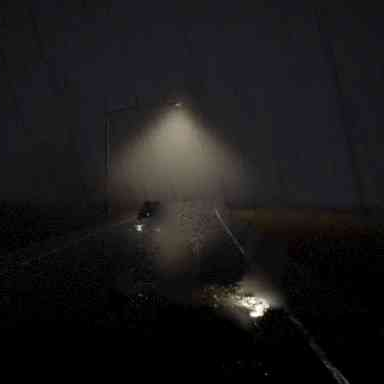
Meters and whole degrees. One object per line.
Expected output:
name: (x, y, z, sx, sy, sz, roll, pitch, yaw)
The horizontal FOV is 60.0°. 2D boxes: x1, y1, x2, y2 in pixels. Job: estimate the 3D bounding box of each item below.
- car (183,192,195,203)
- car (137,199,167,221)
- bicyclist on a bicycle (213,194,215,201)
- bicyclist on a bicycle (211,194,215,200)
car: (-0.559, 1.055, 66.759, 2.150, 2.045, 5.566, 0, 0, 5)
car: (-3.085, 1.379, 26.337, 1.837, 1.490, 4.892, 0, 0, 2)
bicyclist on a bicycle: (5.576, 1.324, 83.710, 0.582, 1.620, 1.656, 0, 0, 6)
bicyclist on a bicycle: (4.661, 1.303, 74.785, 0.582, 1.620, 1.656, 0, 0, 6)
